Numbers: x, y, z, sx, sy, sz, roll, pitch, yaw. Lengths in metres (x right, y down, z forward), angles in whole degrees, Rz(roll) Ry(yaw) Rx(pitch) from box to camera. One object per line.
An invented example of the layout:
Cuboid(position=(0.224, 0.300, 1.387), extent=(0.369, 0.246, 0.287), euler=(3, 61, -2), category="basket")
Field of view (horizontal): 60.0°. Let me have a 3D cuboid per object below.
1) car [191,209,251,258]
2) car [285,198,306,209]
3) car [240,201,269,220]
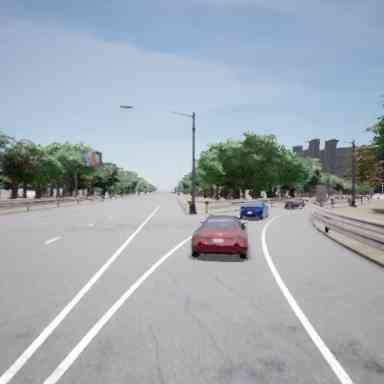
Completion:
Cuboid(position=(1.190, 1.576, 12.971), extent=(1.994, 1.385, 4.181), euler=(0, 0, 9), category="car")
Cuboid(position=(14.445, 1.606, 46.499), extent=(1.812, 1.442, 4.674), euler=(0, 0, 34), category="car")
Cuboid(position=(5.527, 1.535, 29.107), extent=(1.882, 1.535, 5.008), euler=(0, 0, 21), category="car")
